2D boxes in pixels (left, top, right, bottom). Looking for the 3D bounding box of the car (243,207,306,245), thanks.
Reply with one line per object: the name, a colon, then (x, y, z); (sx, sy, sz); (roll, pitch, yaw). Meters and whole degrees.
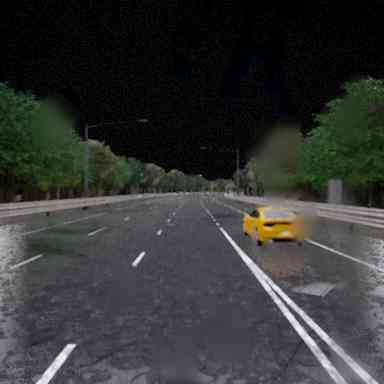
car: (3.566, 1.430, 15.184); (1.882, 1.535, 5.008); (0, 0, -1)
